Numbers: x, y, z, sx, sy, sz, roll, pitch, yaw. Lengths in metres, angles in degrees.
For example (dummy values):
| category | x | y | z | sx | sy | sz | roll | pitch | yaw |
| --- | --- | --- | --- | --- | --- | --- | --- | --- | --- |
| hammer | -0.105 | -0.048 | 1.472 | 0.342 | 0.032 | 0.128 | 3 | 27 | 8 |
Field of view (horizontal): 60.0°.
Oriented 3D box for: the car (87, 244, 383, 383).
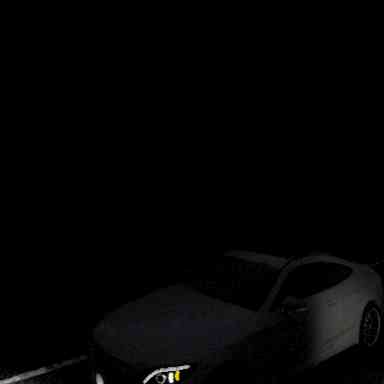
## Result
| category | x | y | z | sx | sy | sz | roll | pitch | yaw |
| --- | --- | --- | --- | --- | --- | --- | --- | --- | --- |
| car | 0.968 | 1.529 | 4.605 | 4.674 | 1.442 | 1.812 | 0 | 0 | -38 |
